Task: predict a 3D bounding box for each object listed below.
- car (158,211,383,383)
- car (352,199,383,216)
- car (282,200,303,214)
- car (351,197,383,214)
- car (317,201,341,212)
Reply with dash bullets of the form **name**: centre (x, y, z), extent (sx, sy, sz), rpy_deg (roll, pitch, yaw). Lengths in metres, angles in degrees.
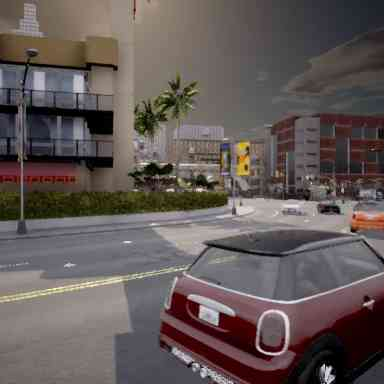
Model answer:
- **car**: centre (1.810, 1.349, 4.945), extent (4.553, 1.767, 2.097), rpy_deg (0, 0, -40)
- **car**: centre (17.433, 1.512, 33.254), extent (1.812, 1.442, 4.674), rpy_deg (0, 0, 15)
- **car**: centre (10.030, 1.508, 33.244), extent (1.812, 1.442, 4.674), rpy_deg (0, 0, 18)
- **car**: centre (10.356, 1.344, 18.551), extent (2.097, 1.767, 4.553), rpy_deg (0, 0, 37)
- **car**: centre (13.929, 1.585, 33.945), extent (1.895, 1.301, 4.718), rpy_deg (0, 0, 16)
